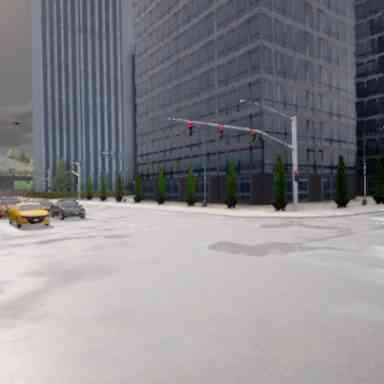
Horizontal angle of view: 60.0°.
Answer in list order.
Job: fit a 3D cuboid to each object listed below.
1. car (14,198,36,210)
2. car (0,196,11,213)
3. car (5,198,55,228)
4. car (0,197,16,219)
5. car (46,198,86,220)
[{"bbox_3d":[-21.782,1.538,43.326,1.895,1.301,4.718,-2,1,-36],"label":"car"},{"bbox_3d":[-22.141,1.358,37.824,2.097,1.767,4.553,-2,1,-36],"label":"car"},{"bbox_3d":[-11.002,1.456,22.392,1.882,1.535,5.008,-2,1,-36],"label":"car"},{"bbox_3d":[-16.307,1.344,29.742,2.097,1.767,4.553,-2,1,-36],"label":"car"},{"bbox_3d":[-10.198,1.413,27.256,1.837,1.490,4.892,-2,1,-36],"label":"car"}]
